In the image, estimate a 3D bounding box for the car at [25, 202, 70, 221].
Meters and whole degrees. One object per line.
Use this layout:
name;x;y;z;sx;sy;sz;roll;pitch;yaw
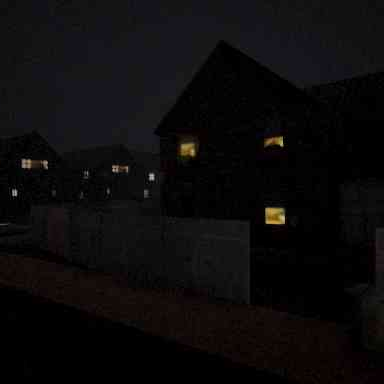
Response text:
car;-9.536;1.490;24.045;1.812;1.442;4.674;-2;-1;36
